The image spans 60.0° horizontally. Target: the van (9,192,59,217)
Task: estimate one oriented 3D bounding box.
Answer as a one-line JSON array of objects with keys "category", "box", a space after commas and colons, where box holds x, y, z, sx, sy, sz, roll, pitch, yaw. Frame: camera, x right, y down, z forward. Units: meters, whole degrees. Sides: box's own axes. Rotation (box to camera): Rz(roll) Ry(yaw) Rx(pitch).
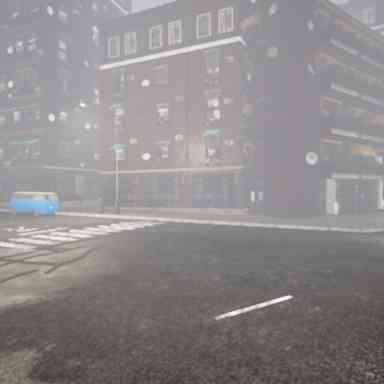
[{"category": "van", "box": [-11.939, 0.886, 25.093, 3.998, 1.788, 1.690, 1, 0, 25]}]
